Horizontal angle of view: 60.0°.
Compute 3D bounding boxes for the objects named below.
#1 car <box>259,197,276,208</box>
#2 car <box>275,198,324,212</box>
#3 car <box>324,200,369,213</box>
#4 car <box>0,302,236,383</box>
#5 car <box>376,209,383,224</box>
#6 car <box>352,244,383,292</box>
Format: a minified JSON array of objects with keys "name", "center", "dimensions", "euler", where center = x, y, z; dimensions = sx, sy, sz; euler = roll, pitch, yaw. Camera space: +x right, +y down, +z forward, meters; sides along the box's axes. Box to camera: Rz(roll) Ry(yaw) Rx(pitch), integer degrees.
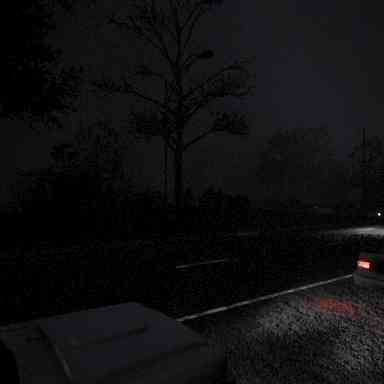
[{"name":"car","center":[11.677,1.528,48.006],"dimensions":[2.128,1.511,4.902],"euler":[0,0,-26]},{"name":"car","center":[12.478,1.512,38.956],"dimensions":[1.837,1.490,4.892],"euler":[0,0,-28]},{"name":"car","center":[17.269,1.602,37.487],"dimensions":[1.895,1.301,4.718],"euler":[0,0,-29]},{"name":"car","center":[-1.937,1.601,2.330],"dimensions":[4.718,1.301,1.895],"euler":[0,0,-35]},{"name":"car","center":[14.673,1.601,23.612],"dimensions":[1.895,1.301,4.718],"euler":[0,0,43]},{"name":"car","center":[5.953,1.547,7.816],"dimensions":[5.357,1.411,2.033],"euler":[0,0,-34]}]
